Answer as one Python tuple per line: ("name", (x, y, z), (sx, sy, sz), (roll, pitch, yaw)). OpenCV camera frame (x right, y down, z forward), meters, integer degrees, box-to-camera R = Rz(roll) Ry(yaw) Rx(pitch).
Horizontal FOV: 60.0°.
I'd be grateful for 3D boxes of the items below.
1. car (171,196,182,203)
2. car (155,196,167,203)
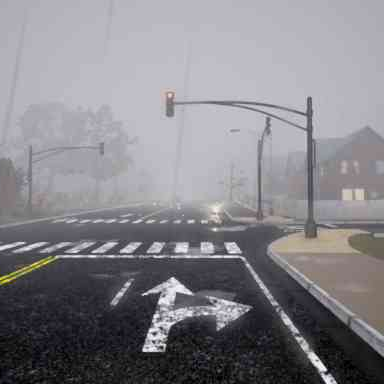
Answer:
("car", (-3.139, 1.535, 67.814), (1.812, 1.442, 4.674), (0, 0, 5))
("car", (-6.374, 1.497, 68.130), (1.882, 1.535, 5.008), (0, 0, 5))
